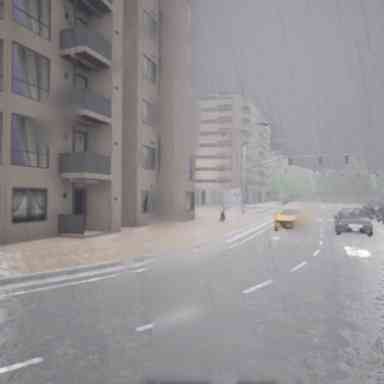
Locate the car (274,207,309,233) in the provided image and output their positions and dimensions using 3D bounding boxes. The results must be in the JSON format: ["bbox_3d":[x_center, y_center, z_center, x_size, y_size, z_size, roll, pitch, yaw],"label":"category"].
[{"bbox_3d":[6.623,1.726,21.902,1.882,1.535,5.008,0,-1,22],"label":"car"}]

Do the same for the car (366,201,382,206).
[{"bbox_3d":[20.575,1.847,37.688,2.097,1.767,4.553,0,-1,22],"label":"car"}]

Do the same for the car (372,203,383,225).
[{"bbox_3d":[16.543,1.919,27.420,2.033,1.411,5.357,0,-1,21],"label":"car"}]

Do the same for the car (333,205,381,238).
[{"bbox_3d":[9.543,1.742,19.804,2.128,1.511,4.902,0,-1,22],"label":"car"}]
